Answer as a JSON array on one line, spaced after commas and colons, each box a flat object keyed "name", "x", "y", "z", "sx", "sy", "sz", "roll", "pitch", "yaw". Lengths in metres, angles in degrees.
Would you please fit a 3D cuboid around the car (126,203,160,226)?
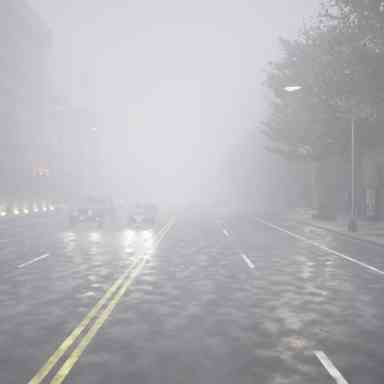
[{"name": "car", "x": -3.352, "y": 1.528, "z": 23.563, "sx": 2.128, "sy": 1.511, "sz": 4.902, "roll": 0, "pitch": 0, "yaw": 0}]

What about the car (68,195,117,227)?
[{"name": "car", "x": -6.852, "y": 1.275, "z": 23.556, "sx": 2.150, "sy": 2.045, "sz": 5.566, "roll": 0, "pitch": 0, "yaw": 0}]

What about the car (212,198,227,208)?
[{"name": "car", "x": 3.901, "y": 1.564, "z": 47.297, "sx": 1.994, "sy": 1.385, "sz": 4.181, "roll": 0, "pitch": 0, "yaw": 0}]

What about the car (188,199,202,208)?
[{"name": "car", "x": 0.409, "y": 1.601, "z": 48.229, "sx": 1.895, "sy": 1.301, "sz": 4.718, "roll": 0, "pitch": 0, "yaw": 0}]
